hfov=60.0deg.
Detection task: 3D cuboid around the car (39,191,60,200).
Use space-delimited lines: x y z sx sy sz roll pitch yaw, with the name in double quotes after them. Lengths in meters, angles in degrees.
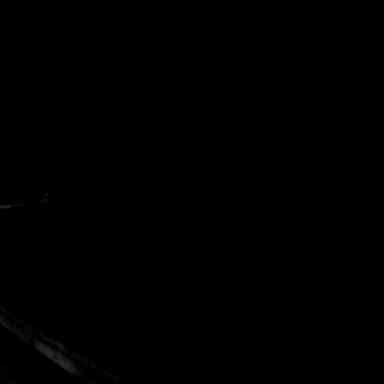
-25.422 0.388 59.517 2.097 1.767 4.553 -1 2 7 "car"
